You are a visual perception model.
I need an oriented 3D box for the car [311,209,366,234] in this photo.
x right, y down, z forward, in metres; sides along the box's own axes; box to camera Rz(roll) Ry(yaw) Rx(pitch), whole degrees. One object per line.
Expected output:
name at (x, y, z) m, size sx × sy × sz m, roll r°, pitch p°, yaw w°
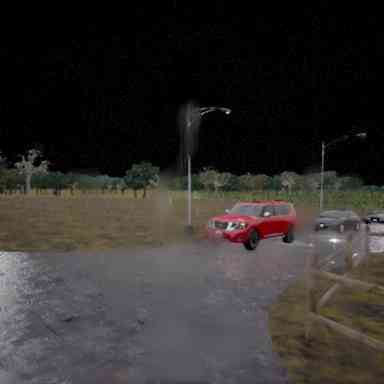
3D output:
car at (10.025, 1.976, 22.980) m, size 4.892 × 1.490 × 1.837 m, roll 2°, pitch 0°, yaw -45°

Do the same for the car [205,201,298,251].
car at (3.069, 1.462, 15.979) m, size 2.150 × 2.045 × 5.566 m, roll 2°, pitch 0°, yaw 44°

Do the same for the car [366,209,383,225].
car at (17.214, 2.294, 30.180) m, size 1.994 × 1.385 × 4.181 m, roll 2°, pitch 0°, yaw 44°
